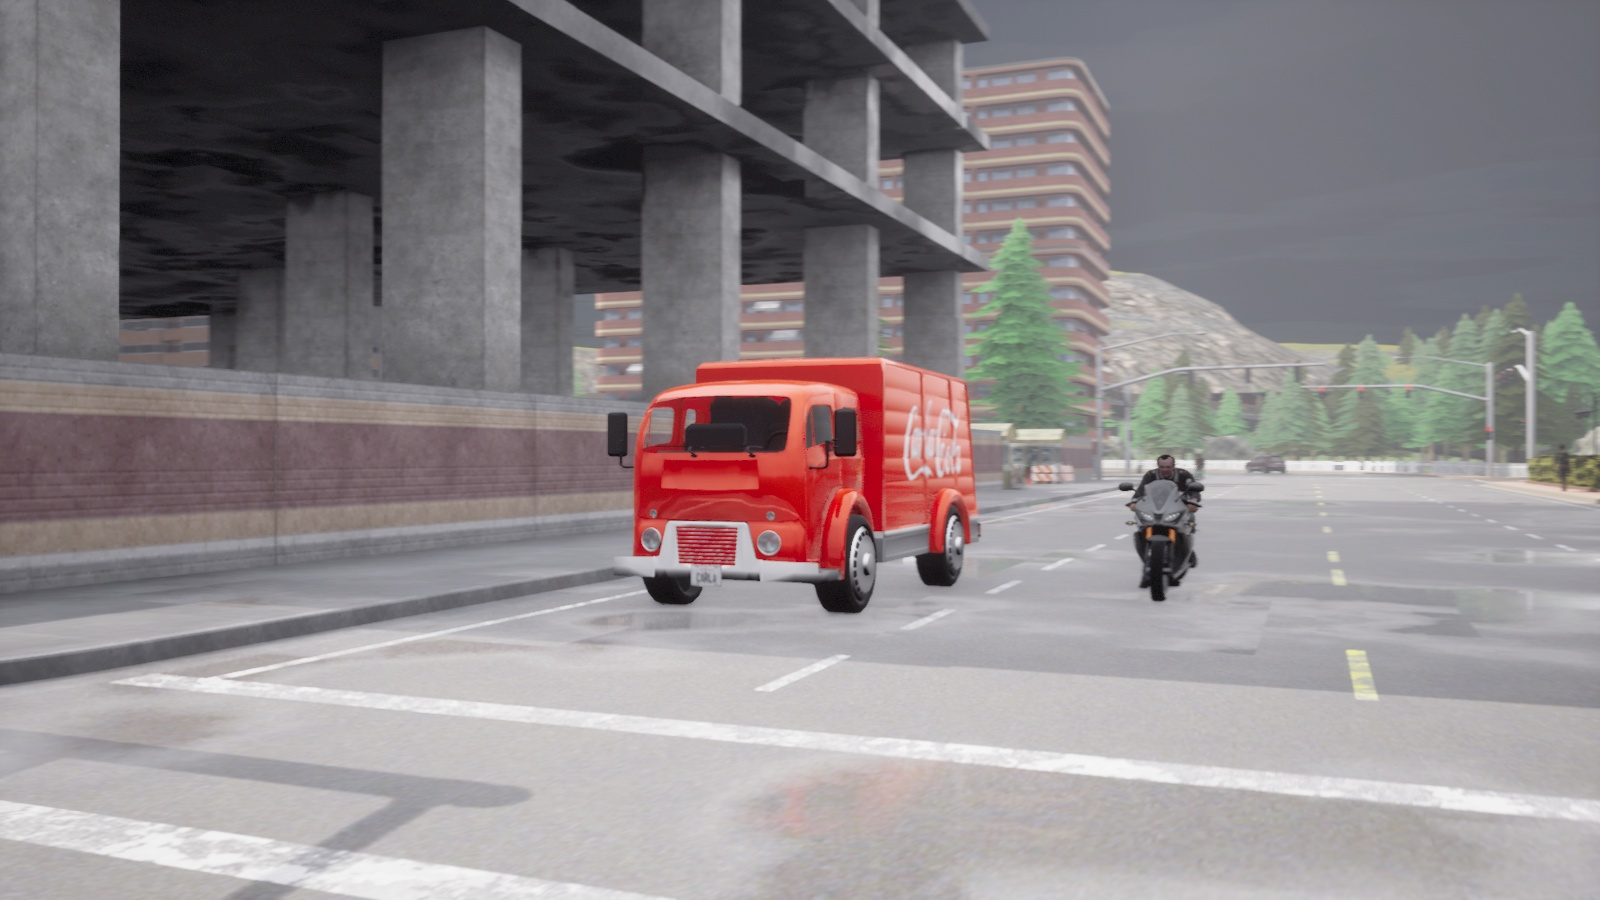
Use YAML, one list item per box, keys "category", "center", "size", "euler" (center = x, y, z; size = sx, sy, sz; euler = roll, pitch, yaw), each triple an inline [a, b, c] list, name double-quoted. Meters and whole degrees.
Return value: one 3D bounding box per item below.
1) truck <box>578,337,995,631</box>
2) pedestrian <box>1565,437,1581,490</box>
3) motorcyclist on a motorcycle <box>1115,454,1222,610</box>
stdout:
- category: "truck"
  center: [0.173, 0.302, 13.424]
  size: [2.627, 2.467, 5.204]
  euler: [0, 0, 22]
- category: "pedestrian"
  center: [28.362, 0.500, 46.091]
  size: [0.395, 1.930, 0.692]
  euler: [0, 0, 24]
- category: "motorcyclist on a motorcycle"
  center: [3.993, 0.809, 13.497]
  size: [0.866, 1.530, 2.191]
  euler: [0, 0, 22]
